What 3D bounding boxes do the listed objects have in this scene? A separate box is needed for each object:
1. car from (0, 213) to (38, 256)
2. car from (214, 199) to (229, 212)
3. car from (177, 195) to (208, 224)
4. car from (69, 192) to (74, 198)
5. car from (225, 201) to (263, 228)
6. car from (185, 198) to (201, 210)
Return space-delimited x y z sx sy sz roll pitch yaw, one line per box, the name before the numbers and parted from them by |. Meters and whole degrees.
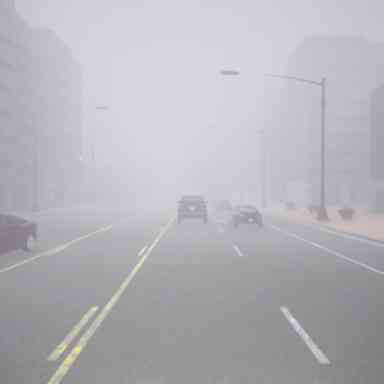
car | -7.054 1.484 11.189 1.882 1.535 5.008 0 0 0
car | 3.572 1.566 38.506 2.033 1.411 5.357 0 0 0
car | 0.052 1.236 25.256 2.150 2.045 5.566 0 0 1
car | -25.975 0.605 68.924 1.970 1.475 3.806 0 2 0
car | 3.519 1.537 22.244 1.812 1.442 4.674 0 0 0
car | 0.088 1.568 43.491 1.994 1.385 4.181 0 0 0
